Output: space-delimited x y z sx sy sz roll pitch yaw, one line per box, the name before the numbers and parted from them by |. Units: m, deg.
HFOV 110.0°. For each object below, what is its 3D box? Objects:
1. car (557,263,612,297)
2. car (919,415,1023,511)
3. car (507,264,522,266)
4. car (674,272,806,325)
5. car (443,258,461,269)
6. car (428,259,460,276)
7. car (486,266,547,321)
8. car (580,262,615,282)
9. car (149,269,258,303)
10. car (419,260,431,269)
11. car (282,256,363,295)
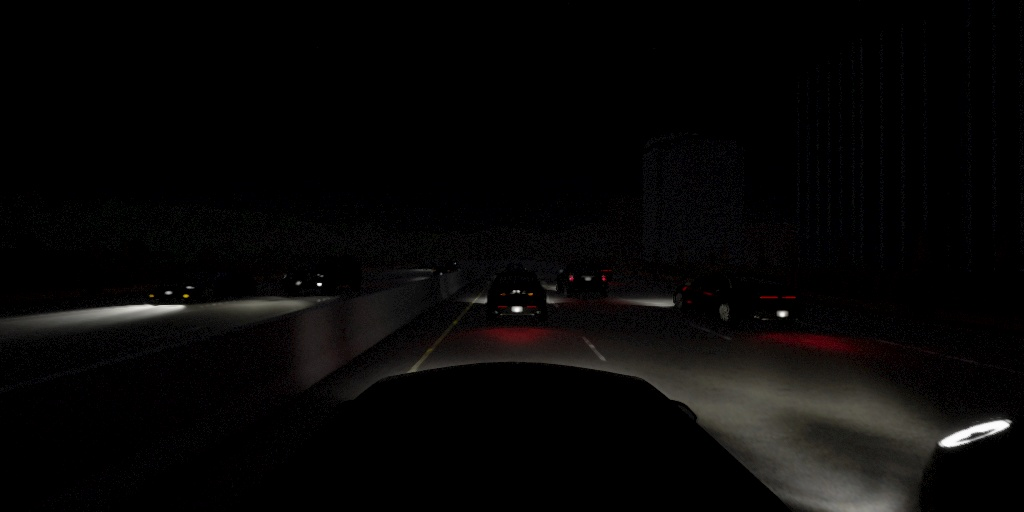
car | 3.679 1.138 19.402 2.097 1.767 4.553 0 0 0
car | 3.670 1.106 0.360 2.097 1.767 4.553 0 0 -1
car | 0.230 1.360 30.731 2.033 1.411 5.357 0 0 0
car | 7.148 1.279 11.885 1.837 1.490 4.892 0 0 0
car | -10.252 1.285 61.578 2.097 1.767 4.553 0 0 1
car | -6.928 1.373 37.887 2.033 1.411 5.357 0 0 0
car | 0.152 1.270 12.623 1.837 1.490 4.892 0 0 0
car | 7.230 1.328 30.853 1.837 1.490 4.892 0 0 0
car | -14.036 1.317 16.643 1.994 1.385 4.181 0 0 0
car | -13.777 1.433 58.802 1.812 1.442 4.674 0 0 1
car | -10.518 0.988 20.453 2.150 2.045 5.566 0 0 0
